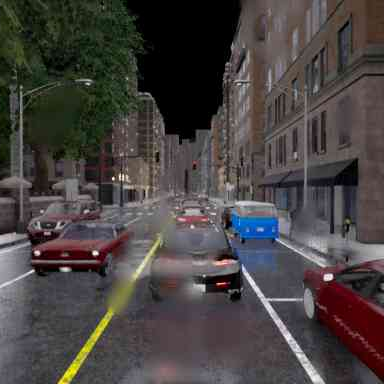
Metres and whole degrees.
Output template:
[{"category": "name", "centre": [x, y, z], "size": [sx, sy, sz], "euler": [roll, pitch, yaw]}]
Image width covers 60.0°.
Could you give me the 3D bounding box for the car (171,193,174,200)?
[{"category": "car", "centre": [-5.763, 1.491, 75.619], "size": [1.887, 1.381, 4.507], "euler": [0, 0, 0]}]

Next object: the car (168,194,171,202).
[{"category": "car", "centre": [-5.749, 1.502, 64.717], "size": [2.008, 1.369, 4.403], "euler": [0, 0, 0]}]

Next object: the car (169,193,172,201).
[{"category": "car", "centre": [-5.756, 1.493, 70.169], "size": [1.887, 1.381, 4.507], "euler": [0, 0, 0]}]

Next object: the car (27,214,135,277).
[{"category": "car", "centre": [-3.107, 1.598, 10.380], "size": [1.895, 1.301, 4.718], "euler": [0, 0, 0]}]

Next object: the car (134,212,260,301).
[{"category": "car", "centre": [0.090, 1.490, 8.315], "size": [2.128, 1.511, 4.902], "euler": [0, 0, 0]}]

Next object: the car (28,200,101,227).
[{"category": "car", "centre": [-5.689, 1.310, 15.578], "size": [2.192, 1.841, 5.009], "euler": [0, 0, 0]}]

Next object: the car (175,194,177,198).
[{"category": "car", "centre": [-5.776, 1.496, 86.521], "size": [2.008, 1.369, 4.403], "euler": [0, 0, 0]}]

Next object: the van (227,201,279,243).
[{"category": "van", "centre": [2.836, 1.336, 15.629], "size": [1.690, 1.788, 3.998], "euler": [0, 0, 0]}]

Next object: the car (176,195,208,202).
[{"category": "car", "centre": [0.014, 1.338, 27.534], "size": [2.097, 1.767, 4.553], "euler": [0, 0, 2]}]

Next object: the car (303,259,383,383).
[{"category": "car", "centre": [2.850, 1.544, 4.308], "size": [1.887, 1.381, 4.507], "euler": [0, 0, 0]}]

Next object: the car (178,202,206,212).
[{"category": "car", "centre": [0.080, 1.519, 18.577], "size": [1.812, 1.442, 4.674], "euler": [0, 0, 0]}]

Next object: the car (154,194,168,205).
[{"category": "car", "centre": [-5.742, 1.480, 59.097], "size": [1.752, 1.417, 4.829], "euler": [0, 0, 0]}]

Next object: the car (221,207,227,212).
[{"category": "car", "centre": [2.830, 1.557, 21.289], "size": [1.947, 1.339, 4.313], "euler": [0, 0, 0]}]

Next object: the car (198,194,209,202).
[{"category": "car", "centre": [2.762, 1.387, 75.666], "size": [1.967, 1.590, 4.097], "euler": [0, 0, 0]}]
